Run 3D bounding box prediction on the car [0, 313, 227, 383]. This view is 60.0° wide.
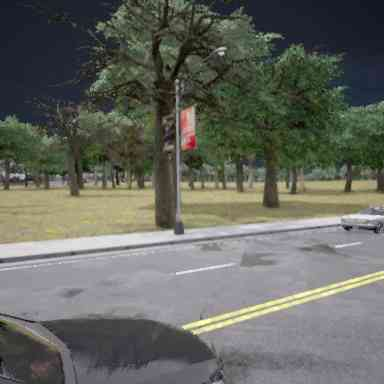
[{"bbox_3d":[-1.840,1.527,2.088,4.674,1.442,1.812,0,0,-34],"label":"car"}]

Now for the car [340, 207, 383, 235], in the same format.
[{"bbox_3d":[10.229,1.487,18.308,4.718,1.301,1.895,0,0,-34],"label":"car"}]
